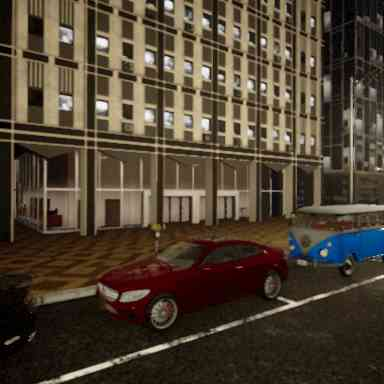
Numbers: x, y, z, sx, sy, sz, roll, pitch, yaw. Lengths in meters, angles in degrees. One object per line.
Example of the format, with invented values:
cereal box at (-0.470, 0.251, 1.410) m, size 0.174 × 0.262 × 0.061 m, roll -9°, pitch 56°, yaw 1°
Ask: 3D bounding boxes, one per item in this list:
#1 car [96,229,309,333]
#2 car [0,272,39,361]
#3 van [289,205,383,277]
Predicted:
car at (0.230, 1.559, 6.715) m, size 4.206 × 1.307 × 1.802 m, roll 0°, pitch 1°, yaw -35°
car at (-4.095, 1.558, 3.629) m, size 4.403 × 1.369 × 2.008 m, roll 0°, pitch 1°, yaw -35°
van at (4.557, 1.287, 9.798) m, size 3.998 × 1.788 × 1.690 m, roll 0°, pitch 1°, yaw -35°
